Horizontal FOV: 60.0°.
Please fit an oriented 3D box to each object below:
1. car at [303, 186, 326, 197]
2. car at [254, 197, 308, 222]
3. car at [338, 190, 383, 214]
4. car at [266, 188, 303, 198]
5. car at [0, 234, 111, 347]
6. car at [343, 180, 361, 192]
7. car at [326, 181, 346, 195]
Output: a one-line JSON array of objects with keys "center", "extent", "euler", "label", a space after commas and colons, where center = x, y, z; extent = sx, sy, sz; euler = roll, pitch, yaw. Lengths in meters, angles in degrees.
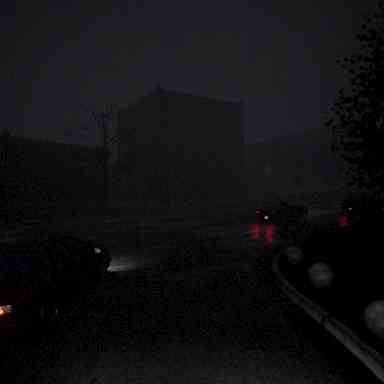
[{"center": [16.638, -0.046, 48.174], "extent": [5.366, 1.575, 1.946], "euler": [-4, 2, -37], "label": "car"}, {"center": [6.625, 1.340, 24.326], "extent": [1.895, 1.301, 4.718], "euler": [0, 2, 44], "label": "car"}, {"center": [13.638, 0.889, 26.540], "extent": [4.892, 1.490, 1.837], "euler": [-5, 3, -43], "label": "car"}, {"center": [12.212, 0.277, 44.886], "extent": [5.366, 1.575, 1.946], "euler": [-4, 2, -36], "label": "car"}, {"center": [-3.160, 1.579, 6.758], "extent": [2.033, 1.411, 5.357], "euler": [0, 0, 1], "label": "car"}, {"center": [25.698, -0.952, 54.928], "extent": [5.566, 2.045, 2.435], "euler": [-4, 2, -37], "label": "car"}, {"center": [21.059, -0.367, 51.471], "extent": [5.366, 1.575, 1.946], "euler": [-4, 2, -37], "label": "car"}]
